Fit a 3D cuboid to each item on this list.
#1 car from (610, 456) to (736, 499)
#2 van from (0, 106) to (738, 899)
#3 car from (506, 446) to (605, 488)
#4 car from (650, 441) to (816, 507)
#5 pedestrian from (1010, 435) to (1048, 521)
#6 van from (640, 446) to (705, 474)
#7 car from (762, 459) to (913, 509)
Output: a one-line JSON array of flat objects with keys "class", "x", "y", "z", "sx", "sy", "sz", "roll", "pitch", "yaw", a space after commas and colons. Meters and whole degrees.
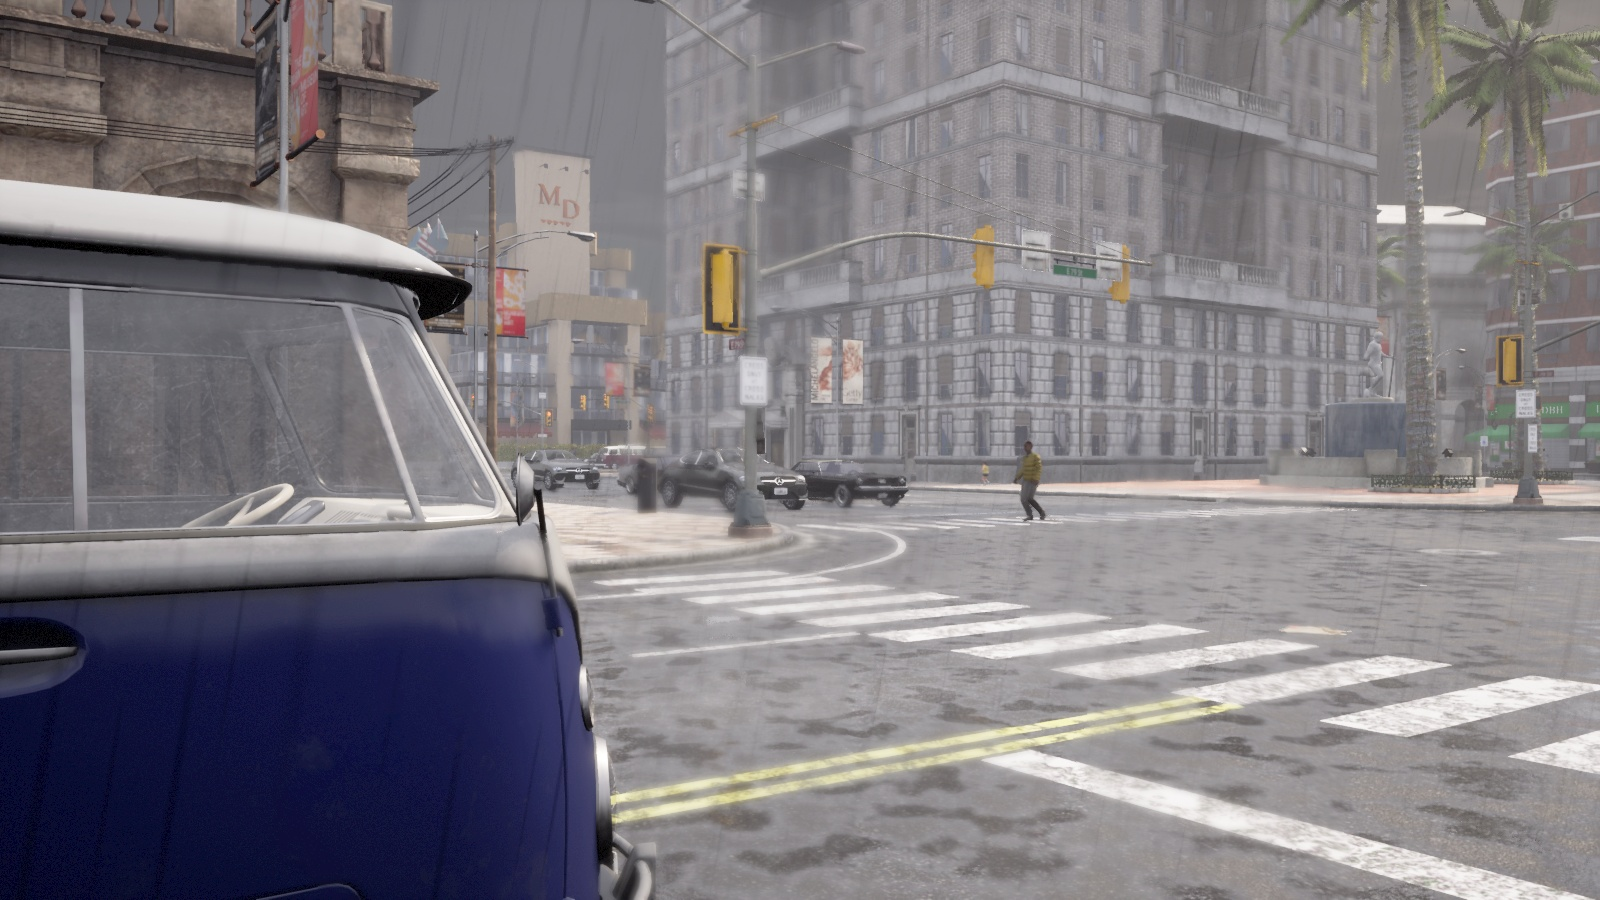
[{"class": "car", "x": -4.522, "y": 0.909, "z": 43.887, "sx": 2.033, "sy": 1.411, "sz": 5.357, "roll": 0, "pitch": 0, "yaw": -35}, {"class": "van", "x": -2.452, "y": 0.508, "z": 1.947, "sx": 4.442, "sy": 1.987, "sz": 1.775, "roll": 0, "pitch": 0, "yaw": -35}, {"class": "car", "x": -10.185, "y": 0.672, "z": 51.933, "sx": 2.152, "sy": 1.651, "sz": 5.027, "roll": 0, "pitch": 0, "yaw": -35}, {"class": "car", "x": -1.910, "y": 0.611, "z": 34.029, "sx": 2.152, "sy": 1.651, "sz": 5.027, "roll": 0, "pitch": 0, "yaw": -35}, {"class": "pedestrian", "x": 5.005, "y": 0.604, "z": 27.395, "sx": 0.709, "sy": 1.840, "sz": 0.431, "roll": 0, "pitch": 0, "yaw": -34}, {"class": "van", "x": -9.373, "y": 0.744, "z": 92.422, "sx": 4.442, "sy": 1.987, "sz": 1.775, "roll": 0, "pitch": 0, "yaw": -36}, {"class": "car", "x": 0.999, "y": 0.931, "z": 36.006, "sx": 1.895, "sy": 1.301, "sz": 4.718, "roll": 0, "pitch": 0, "yaw": -35}]
